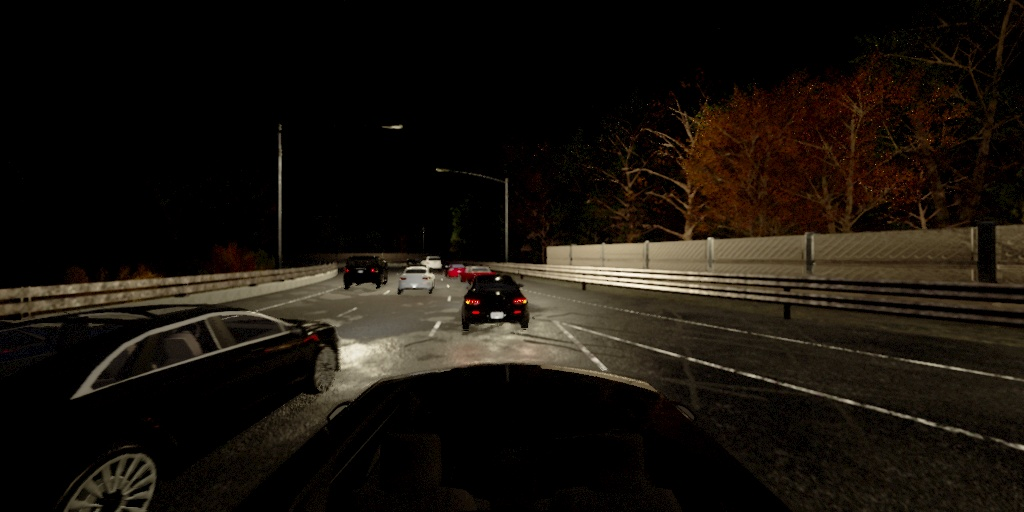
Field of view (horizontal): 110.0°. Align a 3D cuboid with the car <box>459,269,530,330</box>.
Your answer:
[{"bbox_3d":[-0.566,1.296,11.104,1.812,1.442,4.674,0,0,-5],"label":"car"}]

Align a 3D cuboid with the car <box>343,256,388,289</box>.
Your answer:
[{"bbox_3d":[-9.650,1.041,23.960,2.150,2.045,5.566,0,0,-13],"label":"car"}]

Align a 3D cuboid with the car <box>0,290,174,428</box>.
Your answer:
[{"bbox_3d":[-7.019,1.316,3.753,2.033,1.411,5.357,0,0,-2],"label":"car"}]

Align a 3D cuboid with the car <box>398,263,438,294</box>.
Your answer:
[{"bbox_3d":[-5.440,1.328,20.732,1.812,1.442,4.674,0,0,-10],"label":"car"}]

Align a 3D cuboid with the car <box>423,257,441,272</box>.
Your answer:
[{"bbox_3d":[-11.230,1.100,49.285,2.150,2.045,5.566,0,0,-25],"label":"car"}]

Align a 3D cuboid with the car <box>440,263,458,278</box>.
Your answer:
[{"bbox_3d":[-5.460,1.399,34.883,1.994,1.385,4.181,0,0,-18],"label":"car"}]

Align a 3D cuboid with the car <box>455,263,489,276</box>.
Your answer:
[{"bbox_3d":[-2.595,1.408,25.957,1.895,1.301,4.718,0,0,-18],"label":"car"}]

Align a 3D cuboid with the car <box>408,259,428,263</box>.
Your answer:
[{"bbox_3d":[-10.875,1.362,39.849,1.837,1.490,4.892,0,0,-21],"label":"car"}]

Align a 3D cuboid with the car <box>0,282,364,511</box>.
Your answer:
[{"bbox_3d":[-3.585,1.253,3.740,2.128,1.511,4.902,0,0,-2],"label":"car"}]
